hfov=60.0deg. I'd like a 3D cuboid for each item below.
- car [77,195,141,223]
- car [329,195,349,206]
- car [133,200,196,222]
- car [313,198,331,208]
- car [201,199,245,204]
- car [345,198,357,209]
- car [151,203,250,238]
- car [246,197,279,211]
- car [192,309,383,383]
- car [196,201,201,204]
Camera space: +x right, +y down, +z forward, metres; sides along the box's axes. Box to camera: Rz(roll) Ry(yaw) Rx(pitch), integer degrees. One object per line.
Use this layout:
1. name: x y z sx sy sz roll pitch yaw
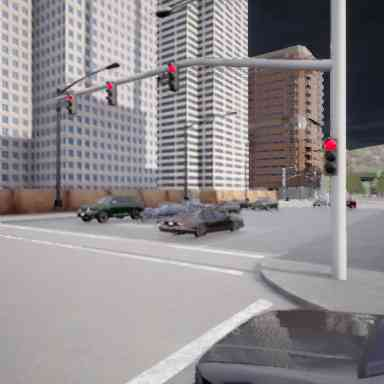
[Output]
1. car: -6.151 1.235 25.867 2.150 2.045 5.566 0 0 36
2. car: 25.013 1.363 56.510 2.097 1.767 4.553 0 0 36
3. car: -2.010 1.537 25.588 1.812 1.442 4.674 0 0 36
4. car: 19.067 1.574 48.333 1.994 1.385 4.181 0 0 36
5. car: 3.125 1.576 32.684 1.994 1.385 4.181 0 0 36
6. car: 20.834 1.486 44.808 1.882 1.535 5.008 0 0 36
7. car: 0.656 1.554 17.720 2.033 1.411 5.357 0 0 42
8. car: 8.937 1.365 40.662 2.097 1.767 4.553 0 0 36
9. car: 2.552 1.547 2.173 5.357 1.411 2.033 0 0 35
10. car: -0.410 1.540 33.764 1.812 1.442 4.674 0 0 36
